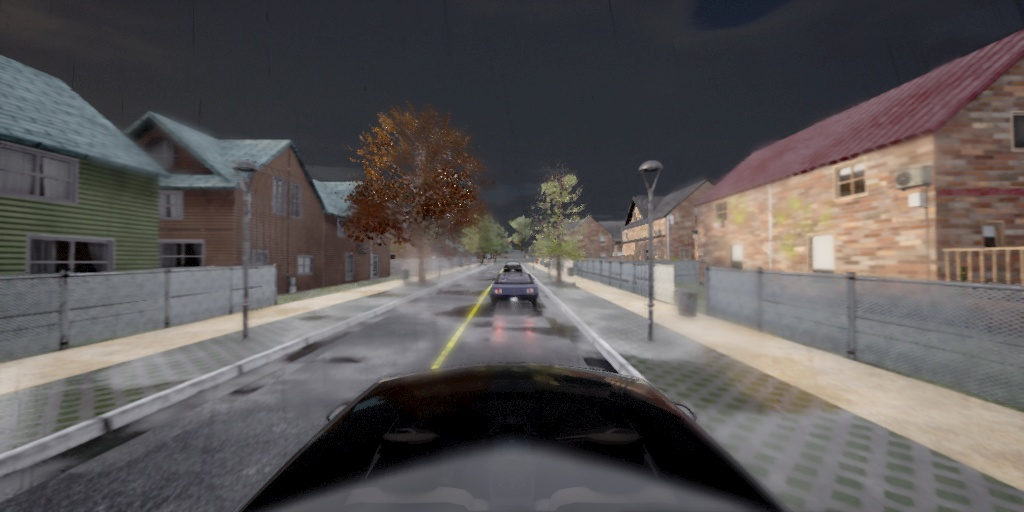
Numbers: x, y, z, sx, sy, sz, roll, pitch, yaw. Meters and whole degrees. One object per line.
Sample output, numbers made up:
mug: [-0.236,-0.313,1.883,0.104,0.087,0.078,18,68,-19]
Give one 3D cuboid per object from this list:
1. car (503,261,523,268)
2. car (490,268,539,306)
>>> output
car: [0.089,1.246,37.349,1.882,1.535,5.008,0,0,0]
car: [0.096,1.356,15.700,1.895,1.301,4.718,0,0,0]
